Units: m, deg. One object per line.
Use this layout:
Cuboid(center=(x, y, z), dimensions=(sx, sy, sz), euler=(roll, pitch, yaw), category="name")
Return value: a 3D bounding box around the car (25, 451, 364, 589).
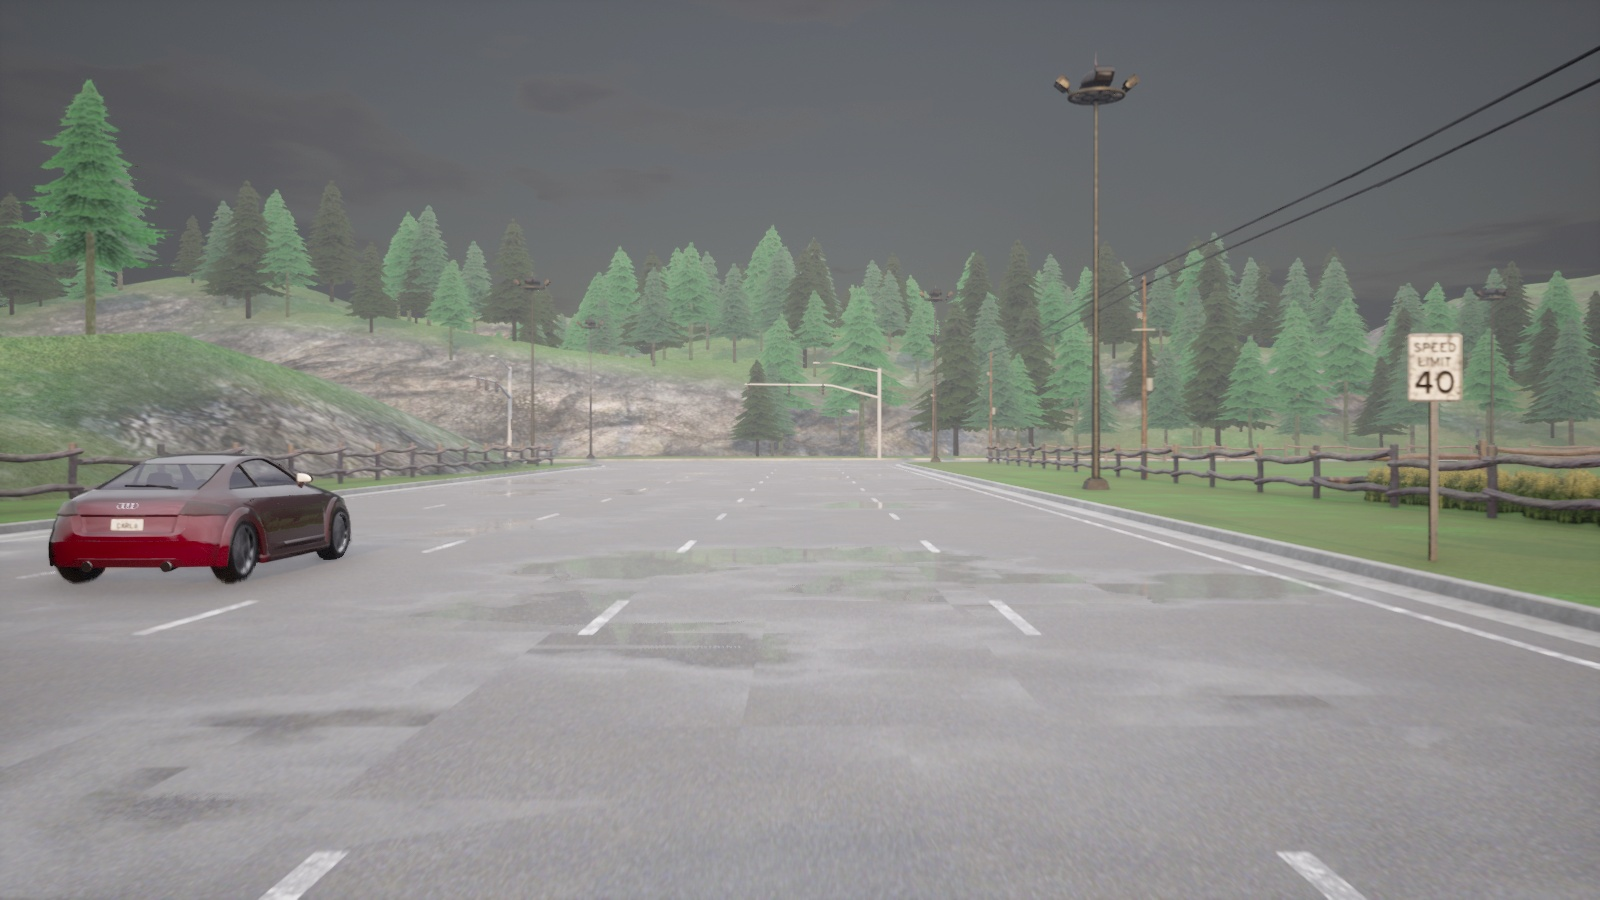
Cuboid(center=(-6.901, 0.720, 14.895), dimensions=(1.994, 1.385, 4.181), euler=(0, 0, 0), category="car")
